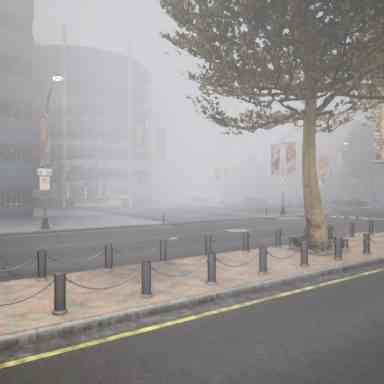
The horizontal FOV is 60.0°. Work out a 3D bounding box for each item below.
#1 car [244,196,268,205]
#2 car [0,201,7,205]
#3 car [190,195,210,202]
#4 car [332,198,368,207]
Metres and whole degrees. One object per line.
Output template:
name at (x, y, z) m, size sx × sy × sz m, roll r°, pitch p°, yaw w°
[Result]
car at (11.574, 1.472, 60.590) m, size 1.882 × 1.535 × 5.008 m, roll 0°, pitch 0°, yaw -34°
car at (-20.489, 1.320, 32.171) m, size 4.674 × 1.452 × 2.002 m, roll 0°, pitch 0°, yaw -34°
car at (1.791, 1.472, 73.485) m, size 5.008 × 1.535 × 1.882 m, roll 0°, pitch 0°, yaw 42°
car at (23.422, 1.595, 49.437) m, size 1.895 × 1.301 × 4.718 m, roll 0°, pitch 0°, yaw -33°
